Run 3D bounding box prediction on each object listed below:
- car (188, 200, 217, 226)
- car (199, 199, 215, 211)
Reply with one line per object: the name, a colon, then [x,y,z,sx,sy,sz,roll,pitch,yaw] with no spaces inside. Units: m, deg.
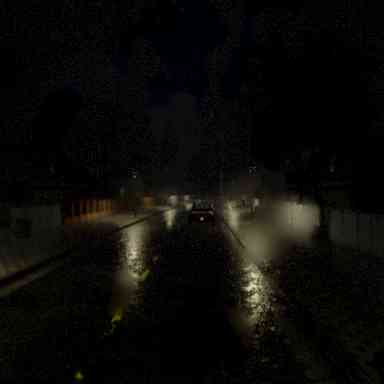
car: [0.736,1.509,23.691,2.128,1.511,4.902,0,0,3]
car: [1.971,1.641,41.982,1.895,1.301,4.718,0,0,5]
